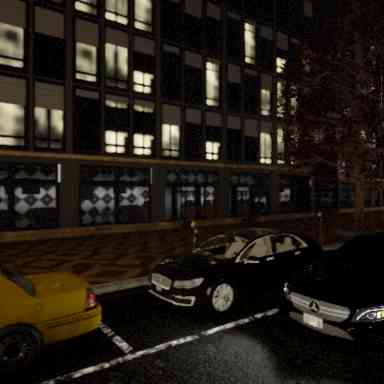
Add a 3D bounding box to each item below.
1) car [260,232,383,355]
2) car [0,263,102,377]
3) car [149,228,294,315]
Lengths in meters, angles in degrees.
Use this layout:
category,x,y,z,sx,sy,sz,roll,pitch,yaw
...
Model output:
category,x,y,z,sx,sy,sz,roll,pitch,yaw
car,3.551,1.489,5.909,4.674,1.442,1.812,0,0,-35
car,-3.602,1.530,3.988,4.829,1.417,1.752,0,0,-35
car,1.173,1.520,7.392,4.403,1.369,2.008,0,0,-35
